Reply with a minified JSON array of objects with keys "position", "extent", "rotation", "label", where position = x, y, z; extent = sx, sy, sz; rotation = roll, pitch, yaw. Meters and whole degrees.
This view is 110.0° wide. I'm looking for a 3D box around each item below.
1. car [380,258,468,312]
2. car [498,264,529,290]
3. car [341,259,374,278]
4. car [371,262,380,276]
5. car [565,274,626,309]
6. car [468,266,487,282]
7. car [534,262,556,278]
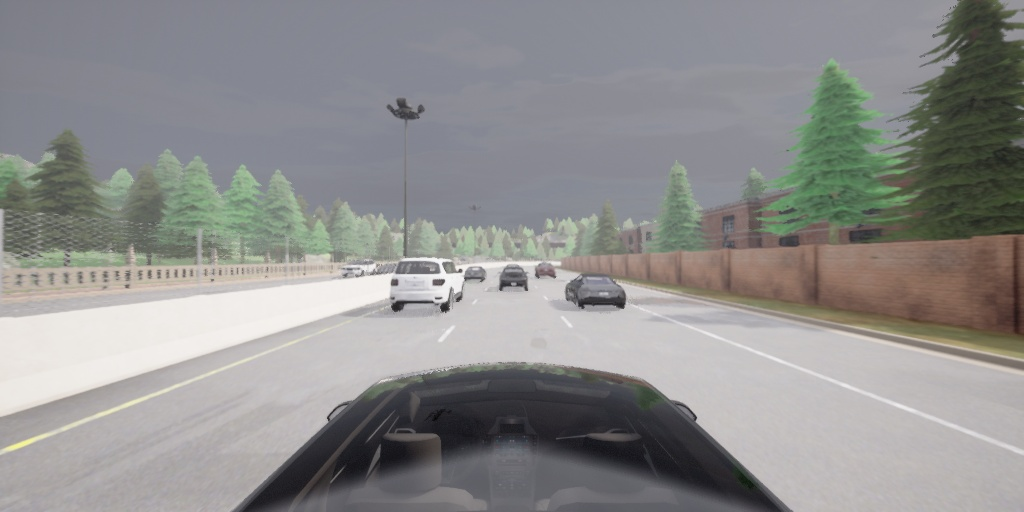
[{"position":[-3.400,1.119,15.216],"extent":[2.150,2.045,5.566],"rotation":[0,0,0],"label":"car"},{"position":[0.103,1.509,24.865],"extent":[1.837,1.490,4.892],"rotation":[0,0,0],"label":"car"},{"position":[-17.586,1.403,41.546],"extent":[2.150,2.045,5.566],"rotation":[0,0,0],"label":"car"},{"position":[-14.086,1.686,41.406],"extent":[1.837,1.490,4.892],"rotation":[0,-1,0],"label":"car"},{"position":[3.602,1.471,16.046],"extent":[1.994,1.385,4.181],"rotation":[0,-1,0],"label":"car"},{"position":[-3.397,1.643,33.375],"extent":[2.033,1.411,5.357],"rotation":[0,-1,0],"label":"car"},{"position":[3.604,1.519,40.017],"extent":[2.097,1.767,4.553],"rotation":[0,-1,0],"label":"car"}]
